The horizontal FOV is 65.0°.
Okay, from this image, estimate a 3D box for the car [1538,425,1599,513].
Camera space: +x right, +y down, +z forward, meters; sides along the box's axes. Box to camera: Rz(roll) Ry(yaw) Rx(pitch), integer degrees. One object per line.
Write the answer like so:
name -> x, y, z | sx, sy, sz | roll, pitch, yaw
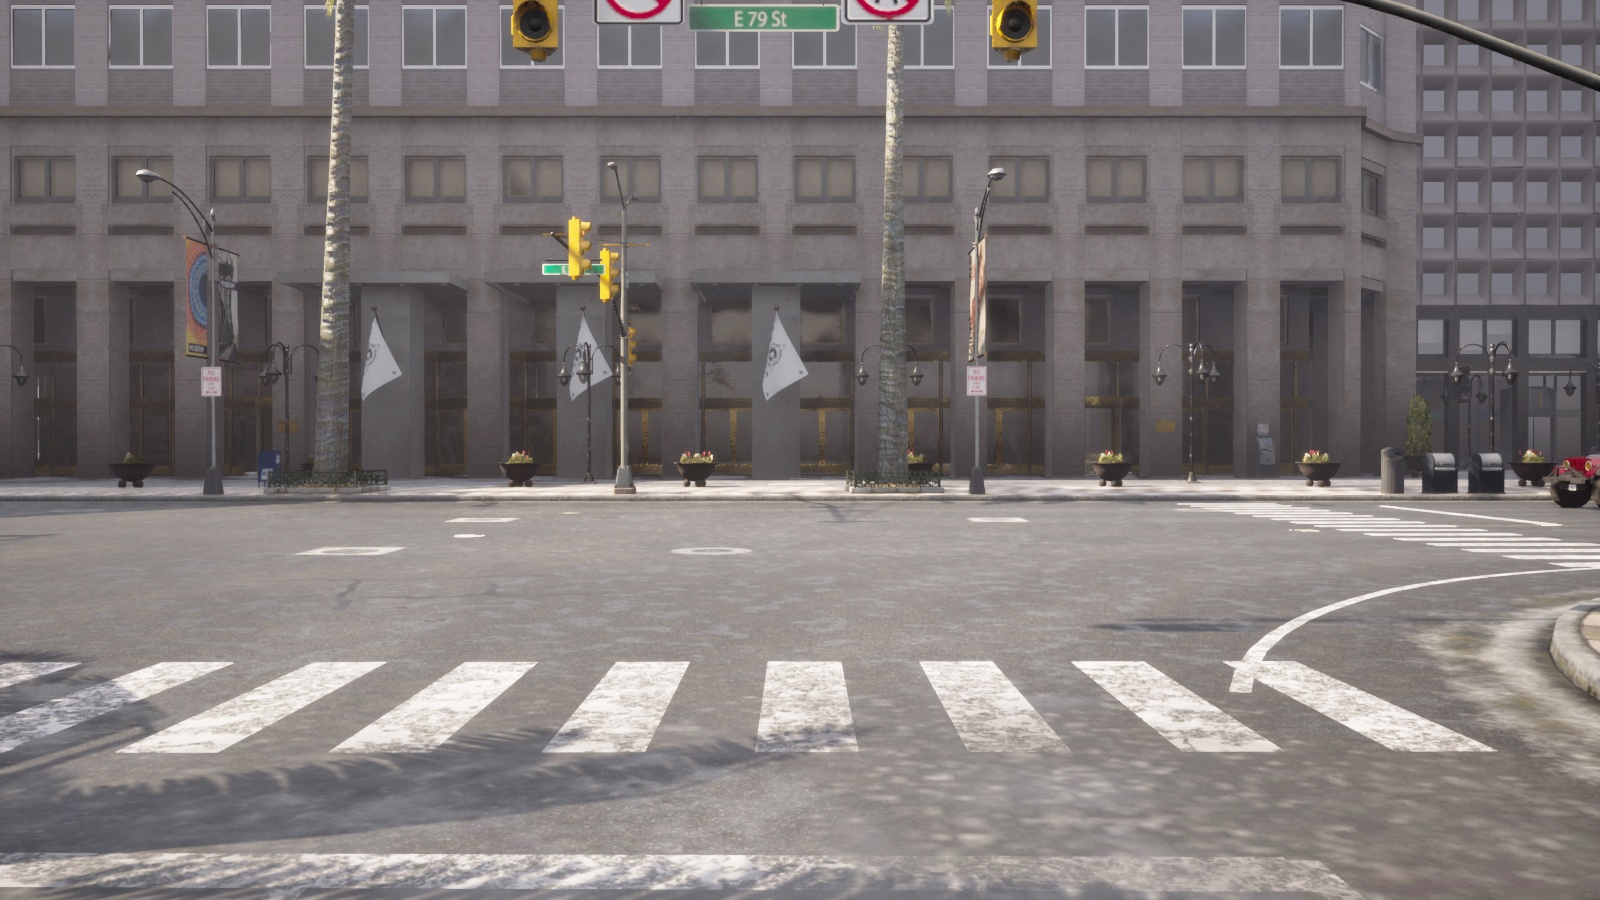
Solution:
car -> 18.784, 0.401, 27.708 | 3.866, 1.878, 1.905 | 0, 0, 1
